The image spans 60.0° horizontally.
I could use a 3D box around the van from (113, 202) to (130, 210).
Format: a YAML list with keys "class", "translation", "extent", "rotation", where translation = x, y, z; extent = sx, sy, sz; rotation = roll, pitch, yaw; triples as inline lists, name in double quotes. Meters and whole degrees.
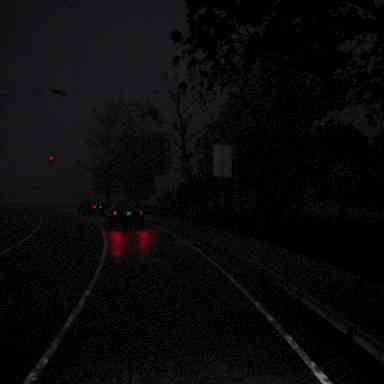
- class: "van"
  translation: [-18.759, 3.710, 88.673]
  extent: [4.442, 1.987, 1.878]
  rotation: [-5, -7, 29]

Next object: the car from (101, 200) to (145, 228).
- class: "car"
  translation: [-4.560, 1.314, 22.086]
  extent: [2.097, 1.767, 4.553]
  rotation: [2, 0, -20]

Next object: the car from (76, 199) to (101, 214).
- class: "car"
  translation: [-9.983, 1.411, 33.203]
  extent: [2.033, 1.411, 5.357]
  rotation: [3, -1, -35]
